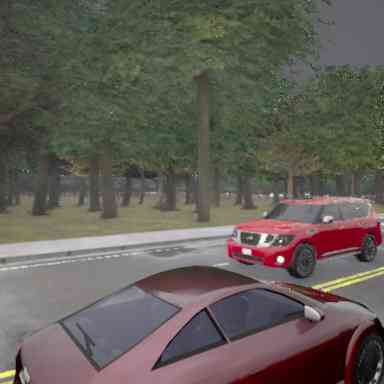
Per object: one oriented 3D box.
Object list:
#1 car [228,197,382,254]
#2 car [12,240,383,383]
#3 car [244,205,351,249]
[{"bbox_3d":[3.680,1.199,10.302,5.566,2.045,2.150,0,0,-35],"label":"car"},{"bbox_3d":[0.358,1.558,3.694,4.181,1.385,1.994,0,0,-35],"label":"car"},{"bbox_3d":[4.918,1.459,15.176,4.902,1.511,2.128,0,0,-35],"label":"car"}]
